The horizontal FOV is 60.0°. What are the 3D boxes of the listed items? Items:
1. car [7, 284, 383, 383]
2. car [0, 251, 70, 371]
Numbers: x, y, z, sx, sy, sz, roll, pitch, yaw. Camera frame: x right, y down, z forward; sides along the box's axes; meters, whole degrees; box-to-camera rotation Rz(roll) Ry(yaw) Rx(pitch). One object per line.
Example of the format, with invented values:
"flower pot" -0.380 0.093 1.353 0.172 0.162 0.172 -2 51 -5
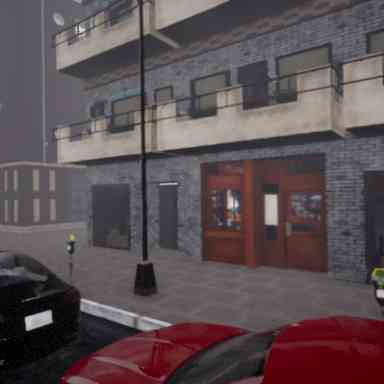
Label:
"car" 0.955 1.548 2.051 4.507 1.381 1.887 -1 -1 36
"car" -3.560 1.621 5.276 4.313 1.339 1.947 -1 -1 36
